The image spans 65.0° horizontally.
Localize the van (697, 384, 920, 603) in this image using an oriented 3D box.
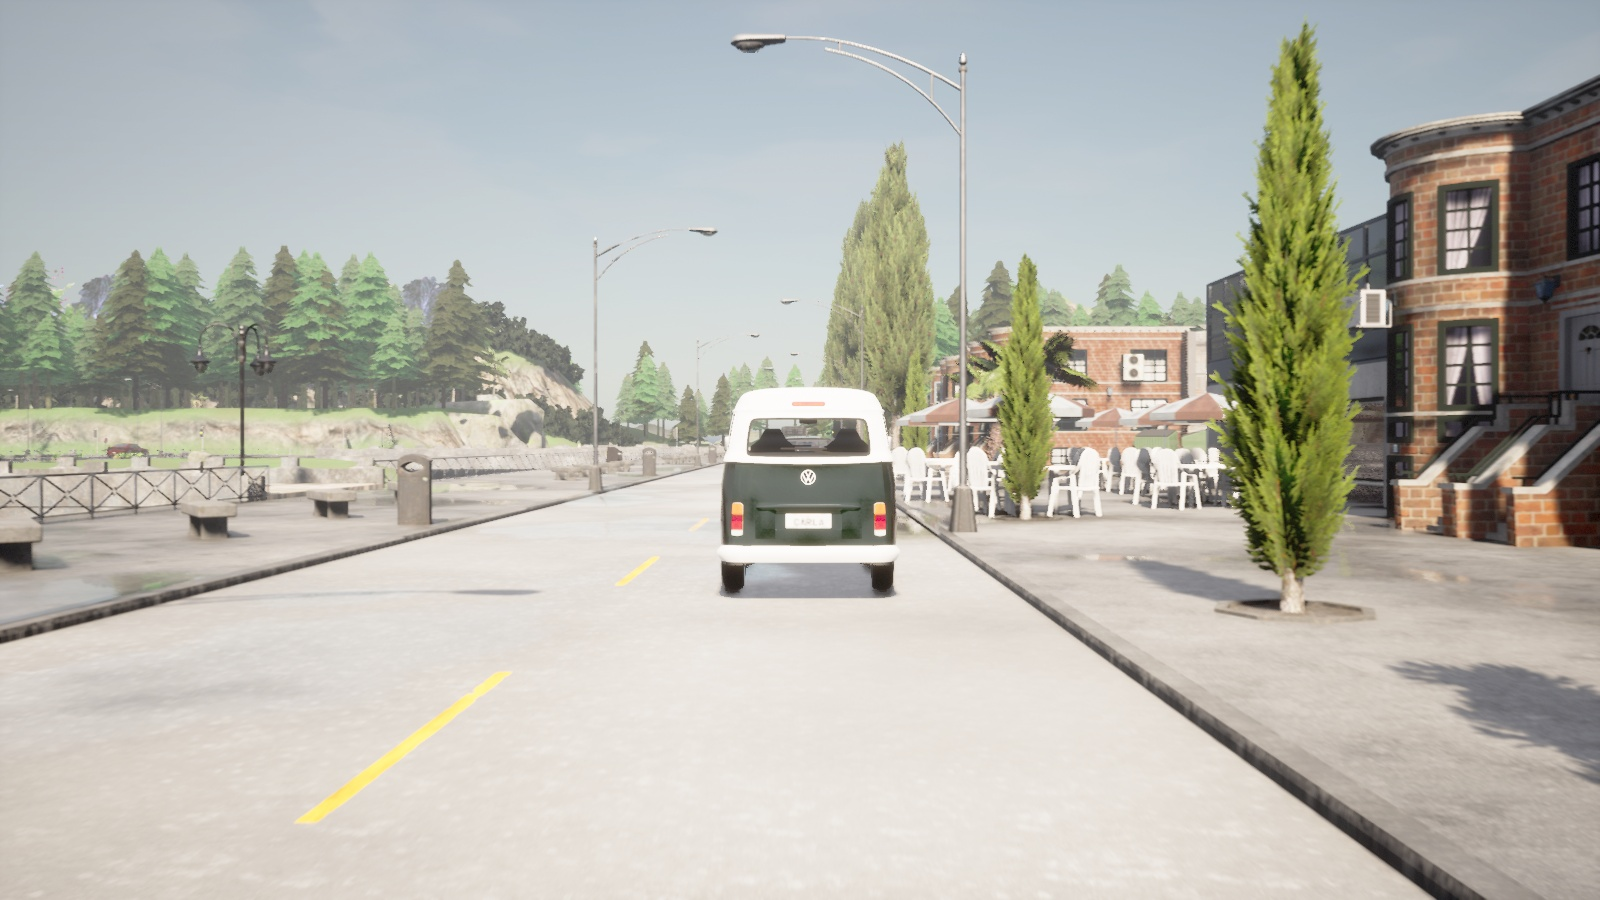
[{"bbox_3d":[0.092,0.391,13.939,2.069,2.038,4.480,0,0,0],"label":"van"}]
